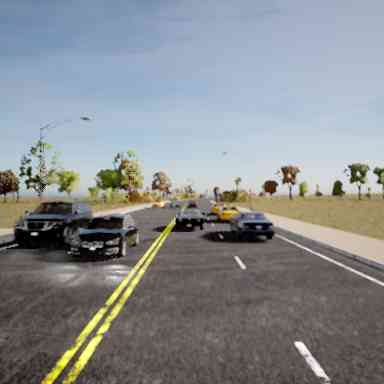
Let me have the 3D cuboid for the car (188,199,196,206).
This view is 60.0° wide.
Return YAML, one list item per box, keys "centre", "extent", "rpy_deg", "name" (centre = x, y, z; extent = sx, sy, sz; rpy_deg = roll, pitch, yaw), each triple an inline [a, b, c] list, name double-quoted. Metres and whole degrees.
- centre: [0.041, 2.459, 75.968]
  extent: [1.837, 1.490, 4.892]
  rpy_deg: [0, -1, 0]
  name: "car"

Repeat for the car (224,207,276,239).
- centre: [3.260, 1.789, 18.733]
  extent: [2.033, 1.411, 5.357]
  rpy_deg: [0, -1, 0]
  name: "car"

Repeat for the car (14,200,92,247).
- centre: [-6.592, 1.436, 16.670]
  extent: [2.150, 2.045, 5.566]
  rpy_deg: [0, -1, 0]
  name: "car"

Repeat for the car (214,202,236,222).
- centre: [3.266, 1.840, 29.923]
  extent: [1.801, 1.575, 5.366]
  rpy_deg: [0, -1, 0]
  name: "car"

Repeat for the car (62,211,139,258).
- centre: [-3.343, 1.681, 13.598]
  extent: [1.837, 1.490, 4.892]
  rpy_deg: [0, -1, 0]
  name: "car"

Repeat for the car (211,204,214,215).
- centre: [3.272, 1.979, 40.922]
  extent: [1.801, 1.575, 5.366]
  rpy_deg: [0, -1, 0]
  name: "car"

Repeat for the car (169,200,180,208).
- centre: [-3.230, 2.291, 62.904]
  extent: [2.128, 1.511, 4.902]
  rpy_deg: [0, -1, 0]
  name: "car"

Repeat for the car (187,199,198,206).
- centre: [0.121, 2.325, 61.287]
  extent: [2.033, 1.411, 5.357]
  rpy_deg: [0, -1, 0]
  name: "car"

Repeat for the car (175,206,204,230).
- centre: [-0.125, 1.908, 23.875]
  extent: [1.895, 1.301, 4.718]
  rpy_deg: [0, -1, 1]
  name: "car"

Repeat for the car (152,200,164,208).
- centre: [-6.469, 2.288, 63.670]
  extent: [1.882, 1.535, 5.008]
  rpy_deg: [0, -1, 0]
  name: "car"
